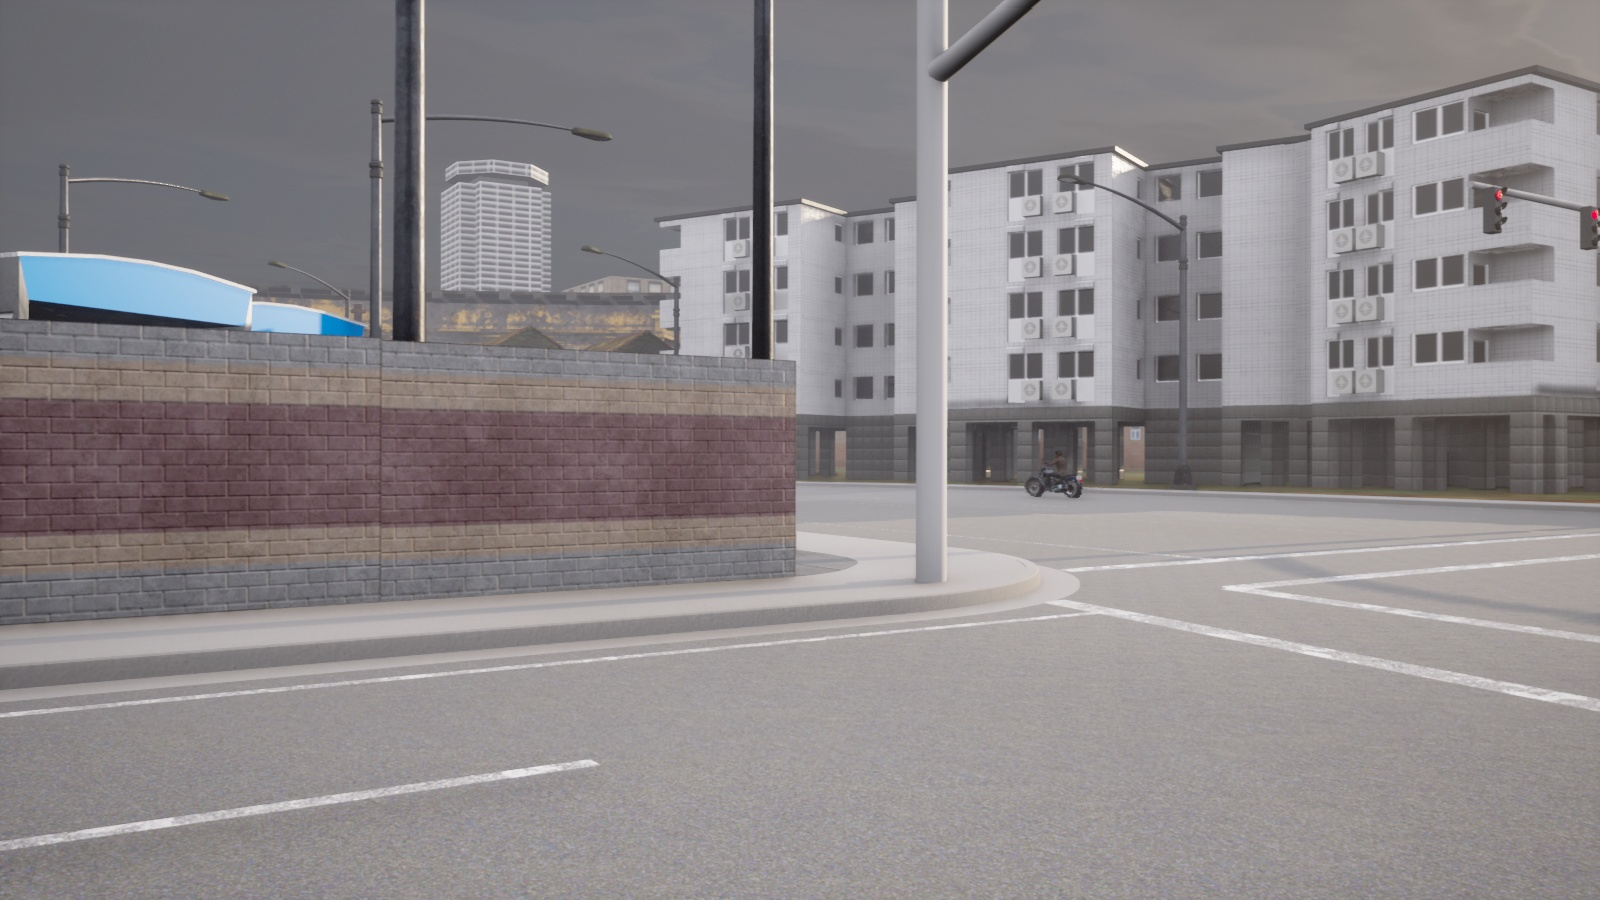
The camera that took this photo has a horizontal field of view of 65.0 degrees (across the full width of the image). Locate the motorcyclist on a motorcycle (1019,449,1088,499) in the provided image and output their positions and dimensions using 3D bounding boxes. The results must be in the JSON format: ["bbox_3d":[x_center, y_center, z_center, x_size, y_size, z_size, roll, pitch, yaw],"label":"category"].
[{"bbox_3d":[8.542,0.789,42.392,0.766,1.649,2.350,0,0,-38],"label":"motorcyclist on a motorcycle"}]
